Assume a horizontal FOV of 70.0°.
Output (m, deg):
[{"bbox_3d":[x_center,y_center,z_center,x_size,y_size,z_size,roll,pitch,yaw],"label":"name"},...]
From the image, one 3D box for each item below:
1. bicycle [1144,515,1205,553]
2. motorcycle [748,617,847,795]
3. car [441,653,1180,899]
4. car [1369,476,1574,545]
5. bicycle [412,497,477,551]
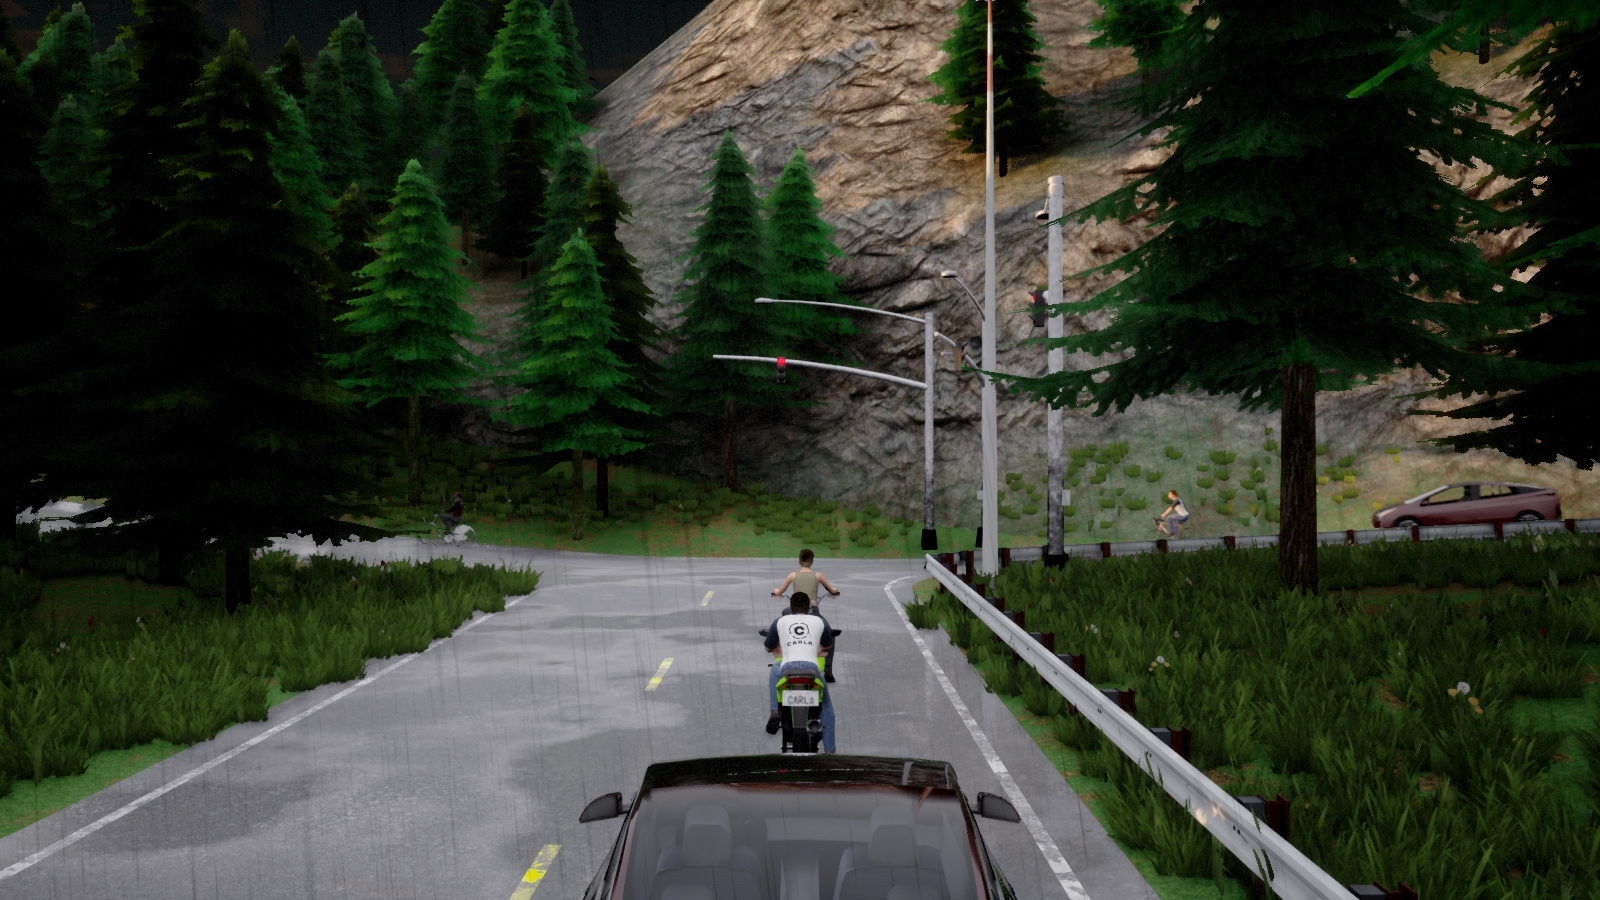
[{"bbox_3d":[11.118,2.490,33.927,1.643,1.024,0.373,-5,-2,20],"label":"bicycle"},{"bbox_3d":[-0.020,2.213,10.238,0.803,1.145,2.033,0,0,0],"label":"motorcycle"},{"bbox_3d":[0.029,2.063,5.012,2.163,1.488,4.792,0,0,0],"label":"car"},{"bbox_3d":[18.174,1.645,31.214,4.514,1.525,2.007,-5,-2,24],"label":"car"},{"bbox_3d":[-11.002,2.283,35.378,1.835,1.471,0.329,5,0,7],"label":"bicycle"}]
